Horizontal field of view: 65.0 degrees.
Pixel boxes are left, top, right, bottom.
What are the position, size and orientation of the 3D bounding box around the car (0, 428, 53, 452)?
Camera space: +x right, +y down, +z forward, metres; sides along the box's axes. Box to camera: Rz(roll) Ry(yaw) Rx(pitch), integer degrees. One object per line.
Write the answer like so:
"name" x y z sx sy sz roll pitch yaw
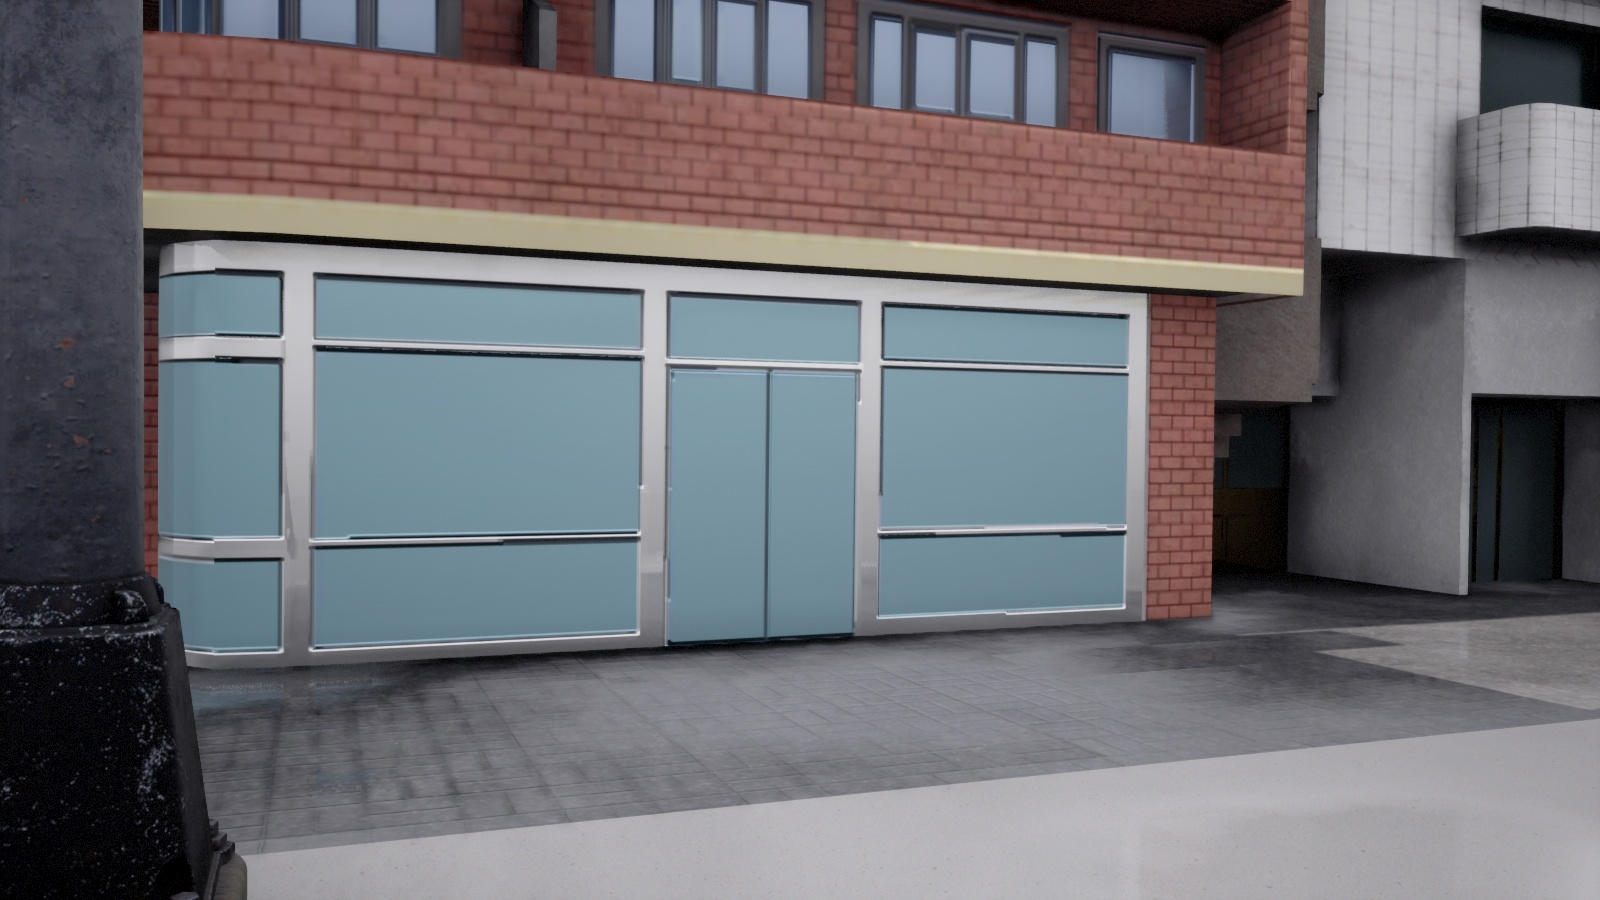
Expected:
"car" -52.170 -0.698 84.664 1.789 1.549 3.705 -1 2 -9
